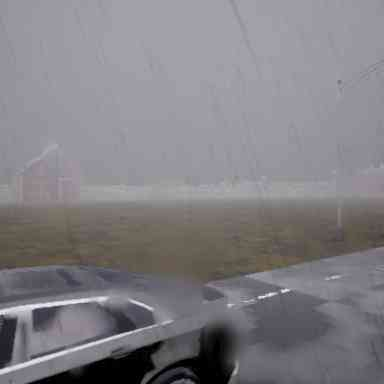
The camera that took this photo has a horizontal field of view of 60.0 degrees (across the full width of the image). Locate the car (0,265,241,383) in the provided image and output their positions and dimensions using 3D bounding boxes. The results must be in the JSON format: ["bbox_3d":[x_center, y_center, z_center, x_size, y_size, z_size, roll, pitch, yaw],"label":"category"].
[{"bbox_3d":[-1.799,1.491,2.710,4.902,1.511,2.128,0,0,-35],"label":"car"}]
